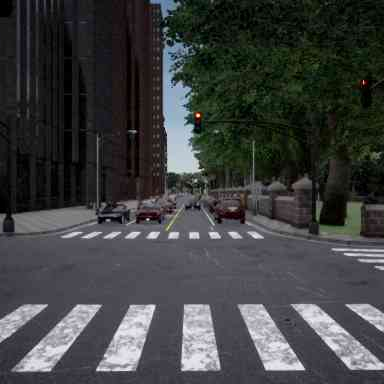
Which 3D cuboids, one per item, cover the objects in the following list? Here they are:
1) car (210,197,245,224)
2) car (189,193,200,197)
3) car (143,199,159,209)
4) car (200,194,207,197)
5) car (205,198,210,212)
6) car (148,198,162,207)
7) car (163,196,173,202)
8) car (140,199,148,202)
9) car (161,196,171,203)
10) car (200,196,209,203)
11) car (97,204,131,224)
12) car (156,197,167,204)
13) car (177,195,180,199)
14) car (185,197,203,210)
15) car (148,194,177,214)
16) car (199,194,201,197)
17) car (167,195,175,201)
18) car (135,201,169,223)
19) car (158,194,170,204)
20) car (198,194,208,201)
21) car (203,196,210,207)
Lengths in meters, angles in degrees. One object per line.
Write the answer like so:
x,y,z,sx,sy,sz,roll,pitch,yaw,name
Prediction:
2.769,1.326,25.036,2.192,1.841,5.009,0,0,0,car
0.119,1.550,68.656,2.128,1.511,4.902,0,0,0,car
-5.750,1.616,46.857,1.802,1.307,4.206,0,0,0,car
2.776,1.481,52.319,1.967,1.590,4.097,0,0,0,car
2.772,1.588,35.949,1.947,1.339,4.313,0,0,0,car
-5.749,1.622,52.314,1.802,1.307,4.206,0,0,0,car
-5.742,1.620,79.600,1.887,1.381,4.507,0,0,0,car
-5.752,1.579,41.400,2.008,1.369,4.403,0,0,0,car
-5.743,1.611,74.142,1.887,1.381,4.507,0,0,0,car
2.782,1.592,74.314,1.752,1.417,4.829,0,0,0,car
-5.756,1.576,25.029,1.947,1.339,4.313,0,0,0,car
-5.746,1.635,63.228,1.802,1.307,4.206,0,0,0,car
-3.078,1.538,45.701,1.837,1.490,4.892,0,0,0,car
0.111,1.632,43.884,1.895,1.301,4.718,0,0,0,car
-3.089,1.374,35.468,2.097,1.767,4.553,0,0,1,car
2.778,1.487,57.775,1.967,1.590,4.097,0,0,0,car
-5.739,1.533,90.514,1.967,1.590,4.097,0,0,0,car
-3.093,1.612,25.475,1.895,1.301,4.718,0,0,0,car
-5.745,1.374,68.686,2.192,1.841,5.009,0,0,0,car
2.785,1.399,85.058,2.192,1.841,5.009,0,0,0,car
2.773,1.579,41.405,2.008,1.369,4.403,0,0,0,car
